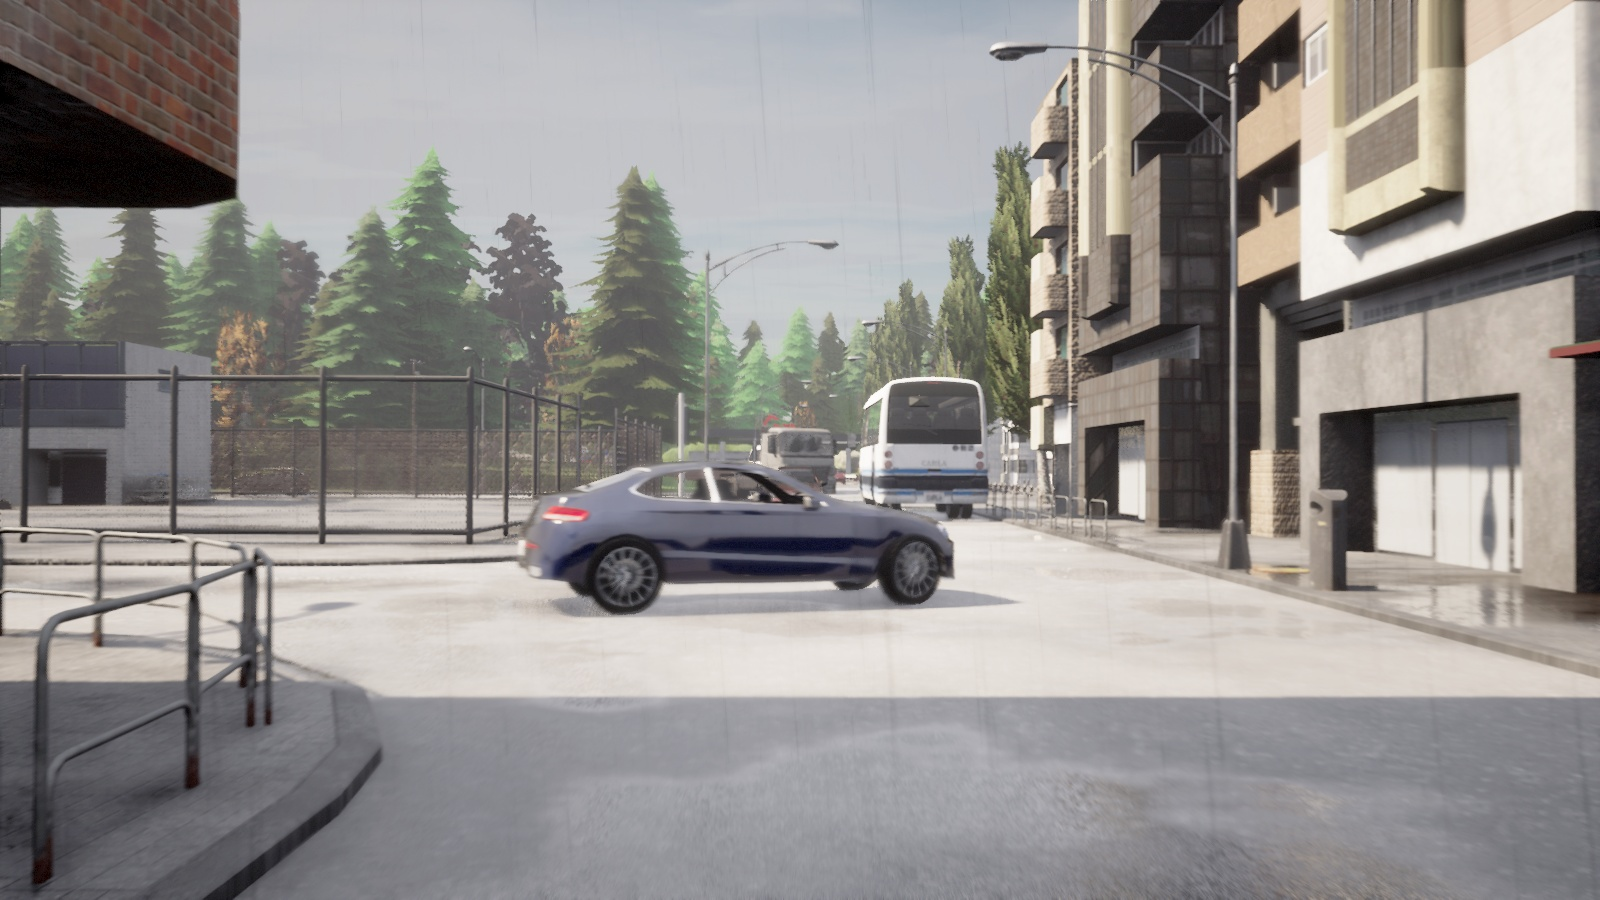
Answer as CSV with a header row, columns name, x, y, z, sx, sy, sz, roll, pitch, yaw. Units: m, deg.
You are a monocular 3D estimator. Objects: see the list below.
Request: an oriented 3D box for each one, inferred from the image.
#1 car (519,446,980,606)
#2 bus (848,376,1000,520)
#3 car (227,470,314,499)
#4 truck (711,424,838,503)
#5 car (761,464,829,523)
name,x,y,z,sx,sy,sz,roll,pitch,yaw
car,-0.634,0.798,14.813,5.027,1.651,2.152,0,-1,-19
bus,3.849,0.008,42.178,3.944,4.253,10.273,0,-1,-1
car,-28.102,1.819,66.692,3.806,1.475,1.970,0,-1,0
truck,-1.329,0.656,58.900,2.891,3.462,7.936,1,-1,-26
car,-0.130,1.219,36.502,1.851,1.617,3.988,0,-1,0
